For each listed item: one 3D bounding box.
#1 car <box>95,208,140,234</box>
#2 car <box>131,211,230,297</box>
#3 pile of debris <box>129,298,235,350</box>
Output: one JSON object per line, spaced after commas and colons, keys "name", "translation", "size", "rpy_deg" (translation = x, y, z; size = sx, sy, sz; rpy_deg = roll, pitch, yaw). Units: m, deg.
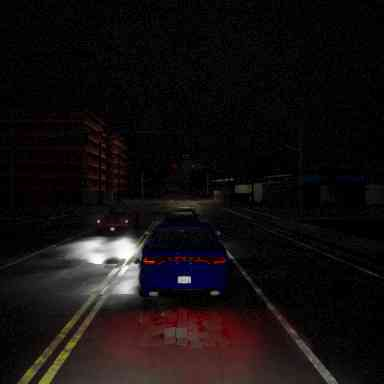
{"name": "car", "translation": [-4.227, 1.604, 19.495], "size": [1.895, 1.301, 4.718], "rpy_deg": [0, 0, -2]}
{"name": "car", "translation": [-0.216, 1.478, 8.646], "size": [1.882, 1.535, 5.008], "rpy_deg": [0, 0, -2]}
{"name": "pile of debris", "translation": [-0.175, 2.175, 5.675], "size": [1.500, 0.140, 1.860], "rpy_deg": [0, 0, -2]}
